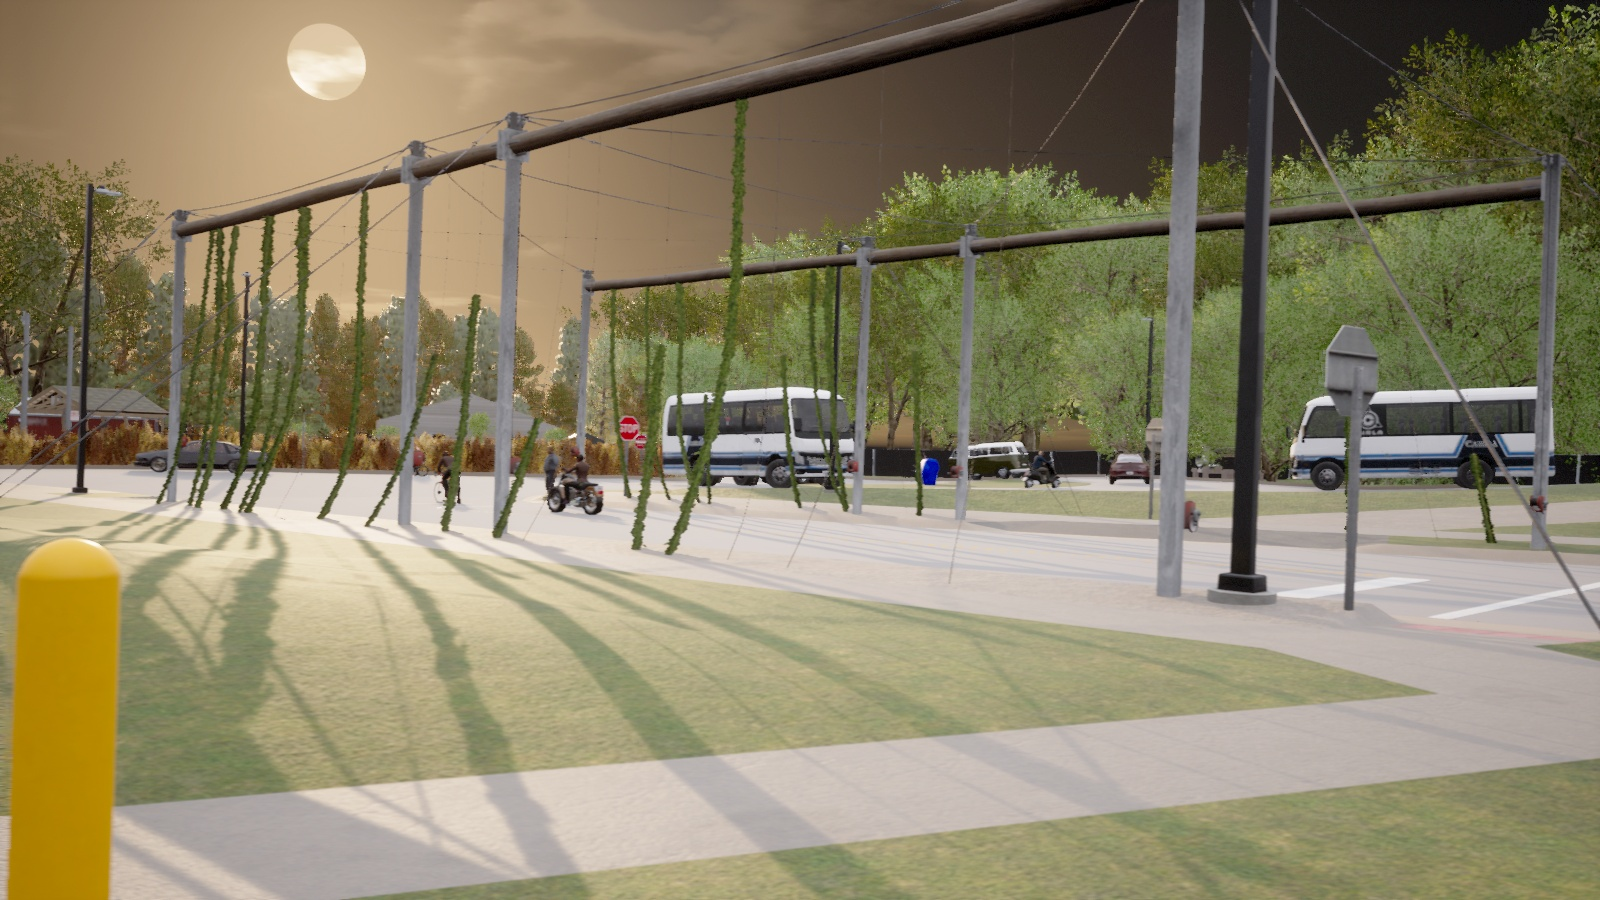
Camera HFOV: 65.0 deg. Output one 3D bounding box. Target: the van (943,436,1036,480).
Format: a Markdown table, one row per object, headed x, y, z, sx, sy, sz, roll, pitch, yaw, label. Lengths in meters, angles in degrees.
| x | y | z | sx | sy | sz | roll | pitch | yaw | label |
| --- | --- | --- | --- | --- | --- | --- | --- | --- | --- |
| 10.457 | 0.431 | 69.322 | 4.480 | 2.038 | 2.069 | -6 | -2 | 35 | van |

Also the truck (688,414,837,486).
| x | y | z | sx | sy | sz | roll | pitch | yaw | label |
| --- | --- | --- | --- | --- | --- | --- | --- | --- | --- |
| -1.846 | 0.105 | 65.592 | 2.891 | 3.462 | 7.936 | -2 | -3 | 45 | truck |

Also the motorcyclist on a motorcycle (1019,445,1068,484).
| x | y | z | sx | sy | sz | roll | pitch | yaw | label |
| --- | --- | --- | --- | --- | --- | --- | --- | --- | --- |
| 10.066 | 0.590 | 51.954 | 1.817 | 1.590 | 0.866 | 0 | -1 | -23 | motorcyclist on a motorcycle |

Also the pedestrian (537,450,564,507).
| x | y | z | sx | sy | sz | roll | pitch | yaw | label |
| --- | --- | --- | --- | --- | --- | --- | --- | --- | --- |
| -8.141 | 0.933 | 41.015 | 0.694 | 1.848 | 0.540 | 1 | 0 | -35 | pedestrian |

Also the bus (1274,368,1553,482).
| x | y | z | sx | sy | sz | roll | pitch | yaw | label |
| --- | --- | --- | --- | --- | --- | --- | --- | --- | --- |
| 26.049 | -0.967 | 54.026 | 10.273 | 4.253 | 3.944 | -3 | -1 | 22 | bus |

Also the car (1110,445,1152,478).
| x | y | z | sx | sy | sz | roll | pitch | yaw | label |
| --- | --- | --- | --- | --- | --- | --- | --- | --- | --- |
| 15.686 | 0.537 | 59.581 | 1.812 | 1.442 | 4.674 | -1 | 0 | 14 | car |

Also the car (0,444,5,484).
| x | y | z | sx | sy | sz | roll | pitch | yaw | label |
| --- | --- | --- | --- | --- | --- | --- | --- | --- | --- |
| -35.566 | 0.655 | 51.111 | 5.027 | 1.651 | 2.152 | -1 | 1 | -20 | car |

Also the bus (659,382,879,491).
| x | y | z | sx | sy | sz | roll | pitch | yaw | label |
| --- | --- | --- | --- | --- | --- | --- | --- | --- | --- |
| -1.573 | -0.462 | 54.138 | 3.944 | 4.253 | 10.273 | -1 | 0 | -39 | bus |

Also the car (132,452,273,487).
| x | y | z | sx | sy | sz | roll | pitch | yaw | label |
| --- | --- | --- | --- | --- | --- | --- | --- | --- | --- |
| -25.901 | 0.838 | 54.650 | 5.357 | 1.411 | 2.033 | 1 | 1 | -20 | car |

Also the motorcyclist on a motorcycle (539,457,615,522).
| x | y | z | sx | sy | sz | roll | pitch | yaw | label |
| --- | --- | --- | --- | --- | --- | --- | --- | --- | --- |
| -5.918 | 1.029 | 33.275 | 2.350 | 1.649 | 0.766 | -1 | -1 | 45 | motorcyclist on a motorcycle |
